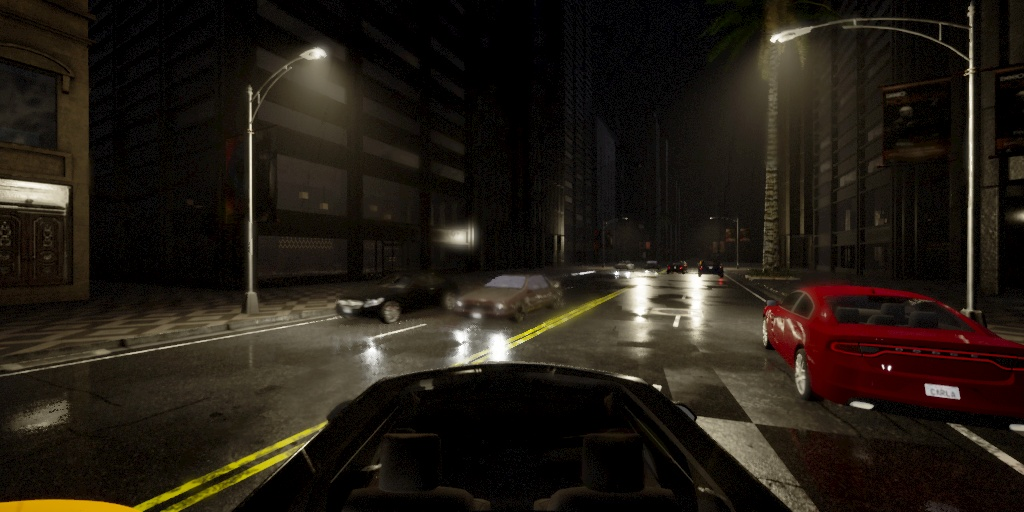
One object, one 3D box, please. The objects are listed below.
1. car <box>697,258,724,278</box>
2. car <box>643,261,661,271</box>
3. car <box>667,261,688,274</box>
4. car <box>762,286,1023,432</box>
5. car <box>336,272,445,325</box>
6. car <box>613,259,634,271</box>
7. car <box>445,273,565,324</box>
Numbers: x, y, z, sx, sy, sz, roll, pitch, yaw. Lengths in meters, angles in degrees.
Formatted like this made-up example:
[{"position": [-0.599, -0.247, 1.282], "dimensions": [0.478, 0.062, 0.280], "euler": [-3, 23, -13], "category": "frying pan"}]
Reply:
[{"position": [19.295, 1.116, 34.925], "dimensions": [2.097, 1.767, 4.553], "euler": [0, 0, 27], "category": "car"}, {"position": [19.629, 1.339, 50.161], "dimensions": [1.994, 1.385, 4.181], "euler": [0, 0, 27], "category": "car"}, {"position": [18.656, 1.315, 40.748], "dimensions": [2.033, 1.411, 5.357], "euler": [0, 0, 27], "category": "car"}, {"position": [5.514, 1.228, 5.851], "dimensions": [1.882, 1.535, 5.008], "euler": [0, 0, 27], "category": "car"}, {"position": [-3.573, 1.275, 12.204], "dimensions": [1.812, 1.442, 4.674], "euler": [0, 0, 27], "category": "car"}, {"position": [15.349, 1.373, 48.958], "dimensions": [1.895, 1.301, 4.718], "euler": [0, 0, 27], "category": "car"}, {"position": [0.224, 1.297, 12.482], "dimensions": [2.033, 1.411, 5.357], "euler": [0, 0, 27], "category": "car"}]
